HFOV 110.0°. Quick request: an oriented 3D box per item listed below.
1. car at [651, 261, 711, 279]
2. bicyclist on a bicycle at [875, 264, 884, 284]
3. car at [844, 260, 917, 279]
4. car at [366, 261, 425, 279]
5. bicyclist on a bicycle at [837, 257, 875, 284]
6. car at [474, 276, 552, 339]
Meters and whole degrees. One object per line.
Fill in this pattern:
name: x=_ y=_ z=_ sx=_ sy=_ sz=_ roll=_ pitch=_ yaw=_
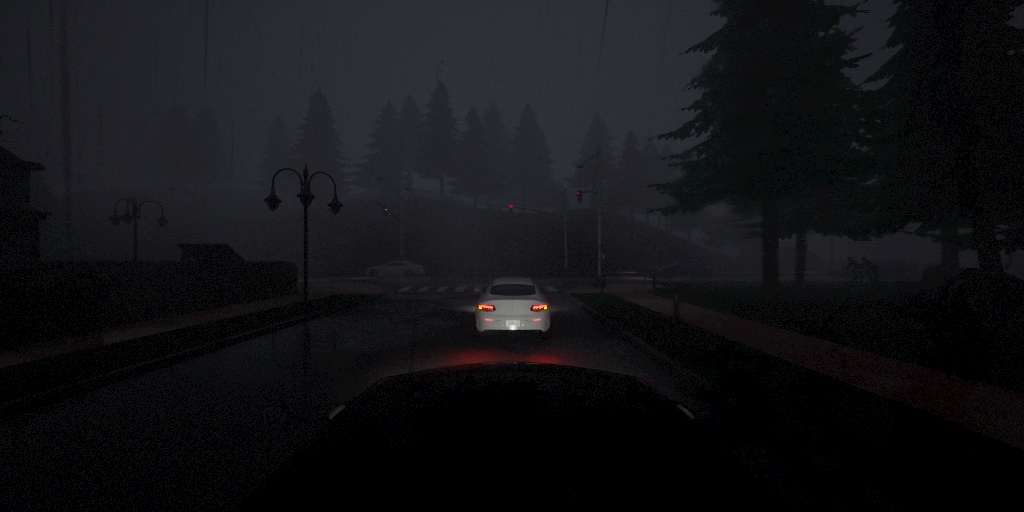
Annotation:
car: x=14.057 y=1.114 z=29.896 sx=4.674 sy=1.442 sz=1.812 roll=0 pitch=0 yaw=-1
bicyclist on a bicycle: x=21.777 y=0.892 z=21.987 sx=0.582 sy=1.620 sz=1.656 roll=0 pitch=0 yaw=-14
car: x=30.657 y=1.080 z=29.920 sx=5.008 sy=1.535 sz=1.882 roll=0 pitch=0 yaw=0
car: x=-9.616 y=1.112 z=29.733 sx=4.674 sy=1.442 sz=1.812 roll=0 pitch=0 yaw=0
bicyclist on a bicycle: x=21.130 y=0.891 z=22.247 sx=0.582 sy=1.620 sz=1.656 roll=0 pitch=0 yaw=-16
car: x=0.021 y=1.276 z=9.964 sx=1.812 sy=1.442 sz=4.674 roll=0 pitch=0 yaw=0
